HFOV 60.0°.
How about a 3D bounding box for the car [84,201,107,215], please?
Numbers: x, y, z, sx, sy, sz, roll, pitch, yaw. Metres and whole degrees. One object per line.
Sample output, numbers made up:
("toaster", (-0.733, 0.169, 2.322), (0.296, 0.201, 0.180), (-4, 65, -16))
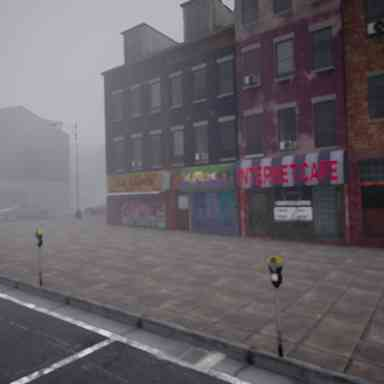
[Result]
("car", (-8.642, 1.660, 35.108), (2.033, 1.411, 5.357), (-2, -1, 35))

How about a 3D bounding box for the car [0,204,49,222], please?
("car", (-14.114, 1.681, 27.531), (1.994, 1.385, 4.181), (-2, -1, 36))
